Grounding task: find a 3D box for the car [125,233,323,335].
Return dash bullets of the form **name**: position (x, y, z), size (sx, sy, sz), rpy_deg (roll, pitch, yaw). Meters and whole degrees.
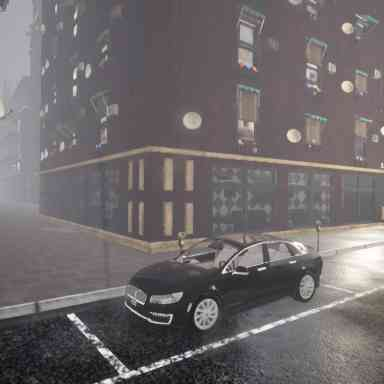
- **car**: position (0.840, 1.552, 6.650), size (4.403, 1.369, 2.008), rpy_deg (0, 1, -36)
